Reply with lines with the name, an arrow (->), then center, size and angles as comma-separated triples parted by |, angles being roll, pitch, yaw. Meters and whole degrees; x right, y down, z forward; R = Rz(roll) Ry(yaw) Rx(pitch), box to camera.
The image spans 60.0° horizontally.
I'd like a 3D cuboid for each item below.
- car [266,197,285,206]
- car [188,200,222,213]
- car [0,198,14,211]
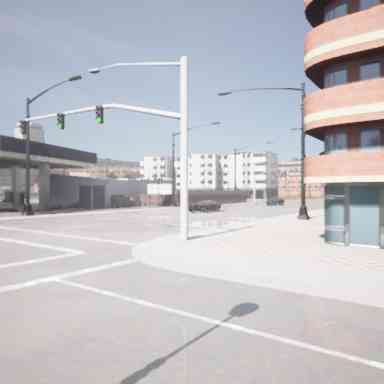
car -> 13.731, 1.523, 54.692 | 1.837, 1.490, 4.892 | 0, 0, 35
car -> 1.368, 1.606, 36.906 | 1.895, 1.301, 4.718 | 0, 0, 35
car -> -22.548, 1.467, 38.923 | 3.806, 1.475, 1.970 | 0, 0, 36
